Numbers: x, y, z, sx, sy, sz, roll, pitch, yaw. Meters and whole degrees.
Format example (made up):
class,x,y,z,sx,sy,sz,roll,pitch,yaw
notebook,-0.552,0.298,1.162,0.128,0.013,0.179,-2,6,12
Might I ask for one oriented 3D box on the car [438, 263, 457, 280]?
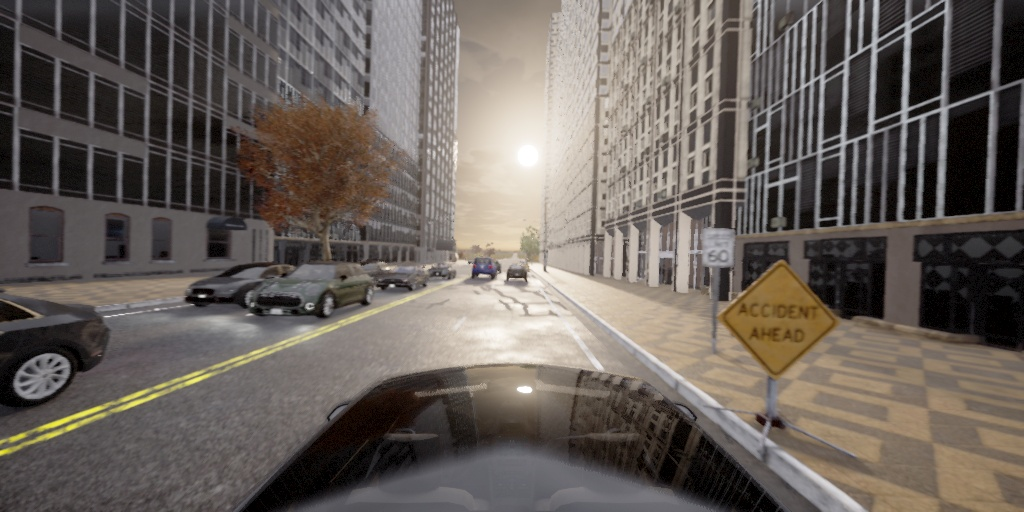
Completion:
class,x,y,z,sx,sy,sz,roll,pitch,yaw
car,-6.157,1.328,31.837,1.994,1.385,4.181,2,0,2

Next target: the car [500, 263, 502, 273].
class,x,y,z,sx,sy,sz,roll,pitch,yaw
car,-2.475,1.347,49.204,2.097,1.767,4.553,2,0,-1

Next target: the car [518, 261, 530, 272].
class,x,y,z,sx,sy,sz,roll,pitch,yaw
car,1.940,1.655,59.151,1.801,1.575,5.366,2,0,1

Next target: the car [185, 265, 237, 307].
class,x,y,z,sx,sy,sz,roll,pitch,yaw
car,-9.713,1.030,13.706,1.837,1.490,4.892,2,0,1

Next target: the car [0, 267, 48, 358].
class,x,y,z,sx,sy,sz,roll,pitch,yaw
car,-9.853,0.947,4.311,2.128,1.511,4.902,2,0,1

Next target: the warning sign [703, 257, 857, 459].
class,x,y,z,sx,sy,sz,roll,pitch,yaw
warning sign,2.820,0.969,3.928,1.300,1.860,1.060,0,0,1

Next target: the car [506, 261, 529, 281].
class,x,y,z,sx,sy,sz,roll,pitch,yaw
car,0.466,1.460,33.180,1.882,1.535,5.008,2,0,1

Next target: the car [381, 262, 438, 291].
class,x,y,z,sx,sy,sz,roll,pitch,yaw
car,-6.340,1.236,21.800,2.033,1.411,5.357,2,0,1

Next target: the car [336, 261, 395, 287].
class,x,y,z,sx,sy,sz,roll,pitch,yaw
car,-9.554,1.106,23.874,1.837,1.490,4.892,2,0,1

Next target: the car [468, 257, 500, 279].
class,x,y,z,sx,sy,sz,roll,pitch,yaw
car,-2.687,1.123,35.620,2.150,2.045,5.566,2,0,1

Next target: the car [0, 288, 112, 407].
class,x,y,z,sx,sy,sz,roll,pitch,yaw
car,-6.634,1.053,3.024,1.837,1.490,4.892,2,0,0

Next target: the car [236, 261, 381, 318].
class,x,y,z,sx,sy,sz,roll,pitch,yaw
car,-6.481,0.969,12.203,2.097,1.767,4.553,2,0,1
